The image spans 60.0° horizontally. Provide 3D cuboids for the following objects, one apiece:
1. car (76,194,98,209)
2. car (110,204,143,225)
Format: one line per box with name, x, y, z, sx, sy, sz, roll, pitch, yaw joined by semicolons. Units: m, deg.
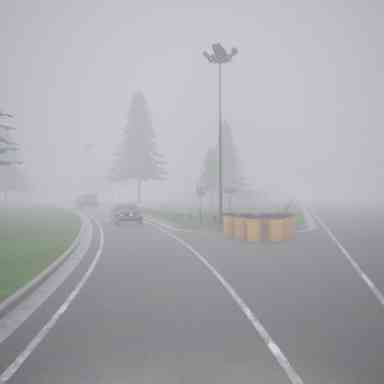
car;-14.555;1.273;46.053;2.150;2.045;5.566;0;0;-29
car;-4.886;1.562;24.496;2.033;1.411;5.357;0;0;-19
